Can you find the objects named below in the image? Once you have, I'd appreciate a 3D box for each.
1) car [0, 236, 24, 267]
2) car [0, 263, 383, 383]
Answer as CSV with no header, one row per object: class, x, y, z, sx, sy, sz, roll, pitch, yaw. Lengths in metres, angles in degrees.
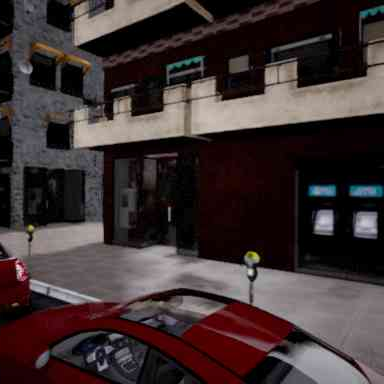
car,-4.847,1.392,6.185,4.097,1.590,1.967,0,0,36
car,-0.296,1.570,2.933,4.206,1.307,1.802,0,0,36
